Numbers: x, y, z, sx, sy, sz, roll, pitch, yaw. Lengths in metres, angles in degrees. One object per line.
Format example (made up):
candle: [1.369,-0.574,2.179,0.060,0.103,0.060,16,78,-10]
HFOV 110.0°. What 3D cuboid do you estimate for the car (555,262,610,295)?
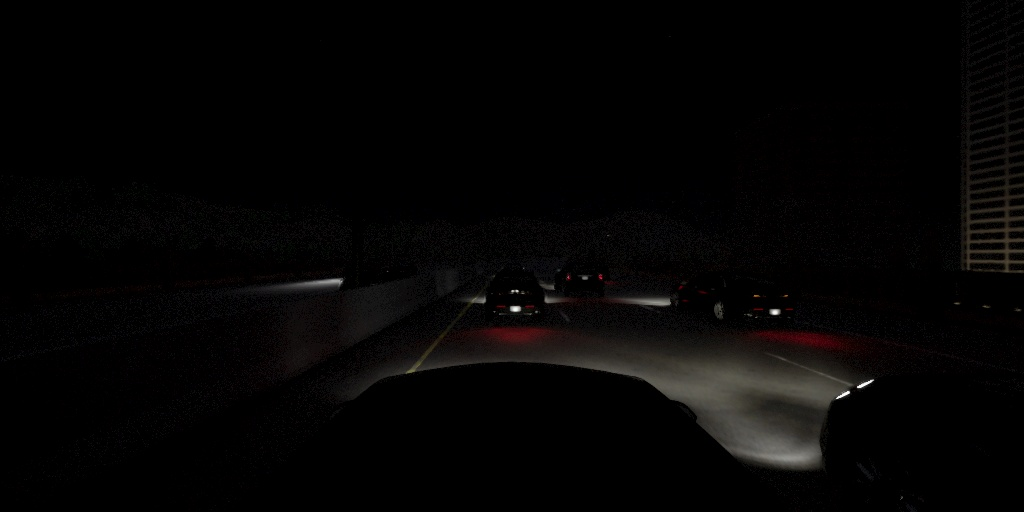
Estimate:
car: [3.601,1.113,19.794,2.097,1.767,4.553,0,0,0]

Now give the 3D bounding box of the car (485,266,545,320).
car: [0.101,1.262,12.659,1.837,1.490,4.892,0,0,0]

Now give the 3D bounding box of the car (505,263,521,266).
car: [0.102,1.315,30.889,2.033,1.411,5.357,0,0,0]

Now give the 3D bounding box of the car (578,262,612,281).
car: [7.102,1.273,31.072,1.837,1.490,4.892,0,0,0]

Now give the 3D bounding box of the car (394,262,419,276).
car: [-10.595,1.318,34.996,2.033,1.411,5.357,0,0,0]

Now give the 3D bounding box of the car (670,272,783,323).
car: [7.102,1.261,12.102,1.837,1.490,4.892,0,0,0]

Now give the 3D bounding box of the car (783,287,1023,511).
car: [3.599,1.102,1.067,2.097,1.767,4.553,0,0,0]

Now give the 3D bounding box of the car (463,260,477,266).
car: [-7.038,1.351,60.327,1.994,1.385,4.181,0,0,1]

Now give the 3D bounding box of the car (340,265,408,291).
car: [-7.098,1.324,18.423,1.994,1.385,4.181,0,0,0]

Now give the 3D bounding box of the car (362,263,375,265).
car: [-14.092,1.370,34.130,1.895,1.301,4.718,0,0,0]
